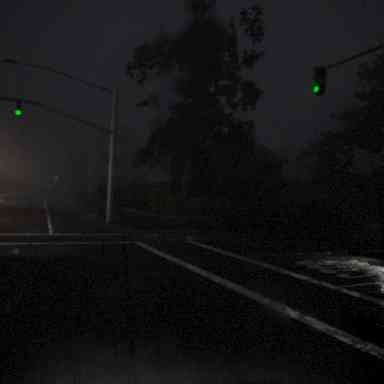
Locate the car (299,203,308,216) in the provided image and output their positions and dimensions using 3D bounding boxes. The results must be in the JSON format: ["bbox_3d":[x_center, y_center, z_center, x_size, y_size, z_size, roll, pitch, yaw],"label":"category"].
[{"bbox_3d":[12.592,1.858,33.140,1.970,1.475,3.806,3,0,-24],"label":"car"}]
